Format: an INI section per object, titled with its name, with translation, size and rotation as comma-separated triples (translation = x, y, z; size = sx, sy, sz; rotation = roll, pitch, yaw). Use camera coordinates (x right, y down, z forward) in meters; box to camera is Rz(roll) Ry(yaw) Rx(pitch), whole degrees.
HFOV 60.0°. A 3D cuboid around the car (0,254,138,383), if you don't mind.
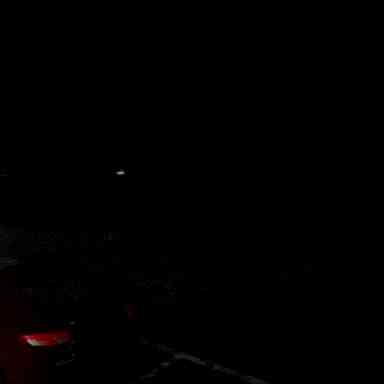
[car]
translation = -2.622, 1.582, 4.835
size = 4.206, 1.307, 1.802
rotation = 0, 0, 35
